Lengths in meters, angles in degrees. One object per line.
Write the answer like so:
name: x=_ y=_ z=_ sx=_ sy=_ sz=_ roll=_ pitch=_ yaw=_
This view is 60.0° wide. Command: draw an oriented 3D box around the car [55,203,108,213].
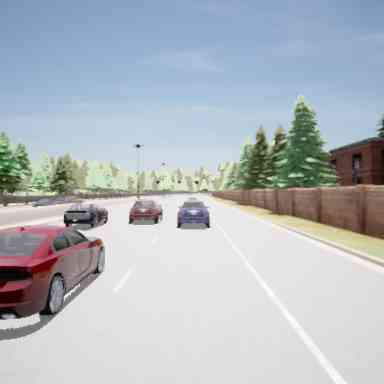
car: x=-6.905 y=1.489 z=22.087 sx=2.128 sy=1.511 sz=4.902 roll=0 pitch=0 yaw=0

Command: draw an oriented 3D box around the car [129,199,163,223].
car: x=-3.406 y=1.349 z=25.274 sx=2.097 sy=1.767 sz=4.553 roll=0 pitch=0 yaw=0

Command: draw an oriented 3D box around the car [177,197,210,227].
car: x=0.094 y=1.350 z=22.688 sx=2.097 sy=1.767 sz=4.553 roll=0 pitch=0 yaw=0

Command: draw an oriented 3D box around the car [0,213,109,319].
car: x=-3.401 y=1.477 z=7.504 sx=1.882 sy=1.535 sz=5.008 roll=0 pitch=0 yaw=0

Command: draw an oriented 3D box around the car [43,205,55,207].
car: x=-14.066 y=1.346 z=36.264 sx=2.097 sy=1.767 sz=4.553 roll=0 pitch=0 yaw=0

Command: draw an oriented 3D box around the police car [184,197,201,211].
police car: x=0.089 y=1.500 z=43.075 sx=2.038 sy=1.542 sz=4.974 roll=0 pitch=0 yaw=0
